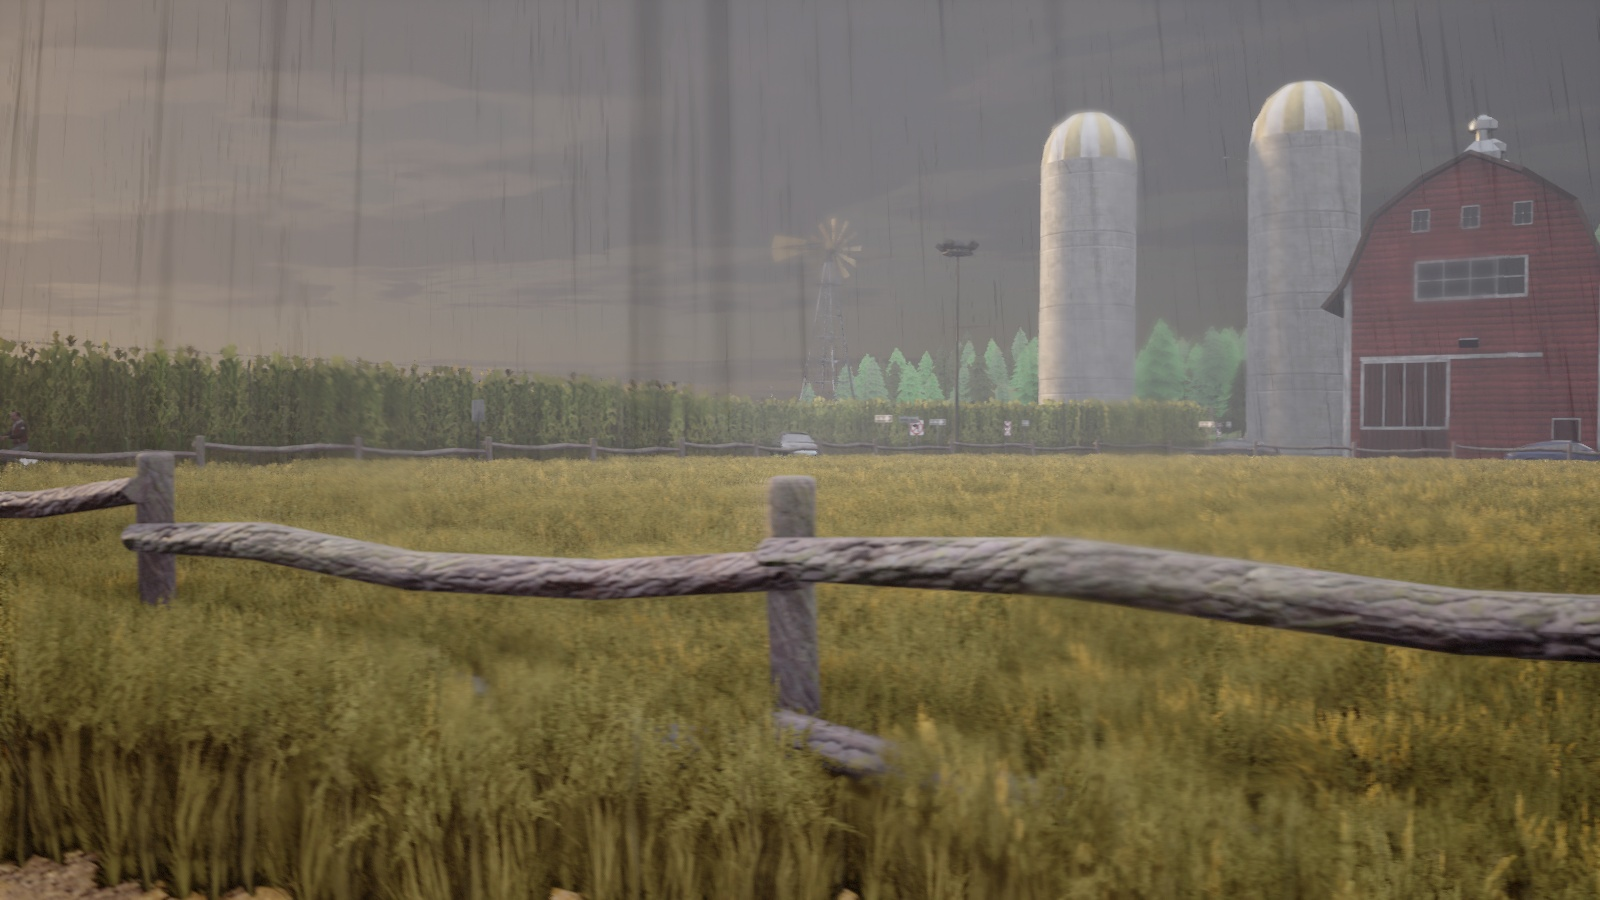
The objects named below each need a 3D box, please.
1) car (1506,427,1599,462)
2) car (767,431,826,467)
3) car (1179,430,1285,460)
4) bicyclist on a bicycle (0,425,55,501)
[{"bbox_3d":[31.884,-0.233,51.924,4.674,1.442,1.812,0,1,30],"label":"car"},{"bbox_3d":[-0.209,-0.068,60.211,2.033,1.649,4.856,0,1,-10],"label":"car"},{"bbox_3d":[21.402,-0.242,62.308,4.674,1.442,1.812,0,1,35],"label":"car"},{"bbox_3d":[-18.681,0.298,29.583,0.659,1.776,1.843,0,0,34],"label":"bicyclist on a bicycle"}]
